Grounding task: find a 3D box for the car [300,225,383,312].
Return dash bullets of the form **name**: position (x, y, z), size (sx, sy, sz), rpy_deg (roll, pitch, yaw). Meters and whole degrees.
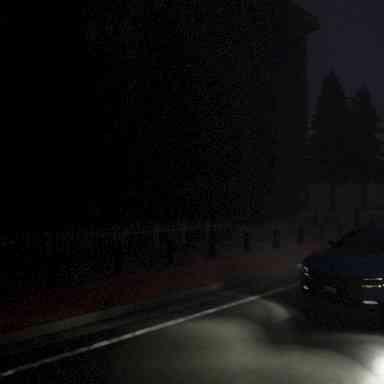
- **car**: position (4.483, 1.532, 7.723), size (5.008, 1.535, 1.882), rpy_deg (0, -1, -39)
